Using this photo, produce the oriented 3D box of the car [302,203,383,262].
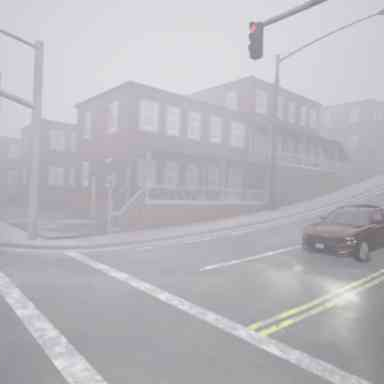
[{"bbox_3d":[5.810,1.232,11.719,5.008,1.535,1.882,-4,4,-40],"label":"car"}]
